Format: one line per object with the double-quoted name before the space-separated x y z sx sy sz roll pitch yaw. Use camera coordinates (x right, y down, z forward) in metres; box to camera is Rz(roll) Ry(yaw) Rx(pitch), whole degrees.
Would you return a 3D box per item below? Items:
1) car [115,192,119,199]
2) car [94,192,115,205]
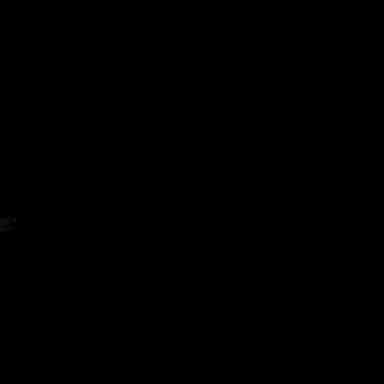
"car" -16.662 0.639 70.584 1.994 1.385 4.181 0 3 -11
"car" -14.059 0.946 52.544 2.150 2.045 5.566 -1 1 -6
